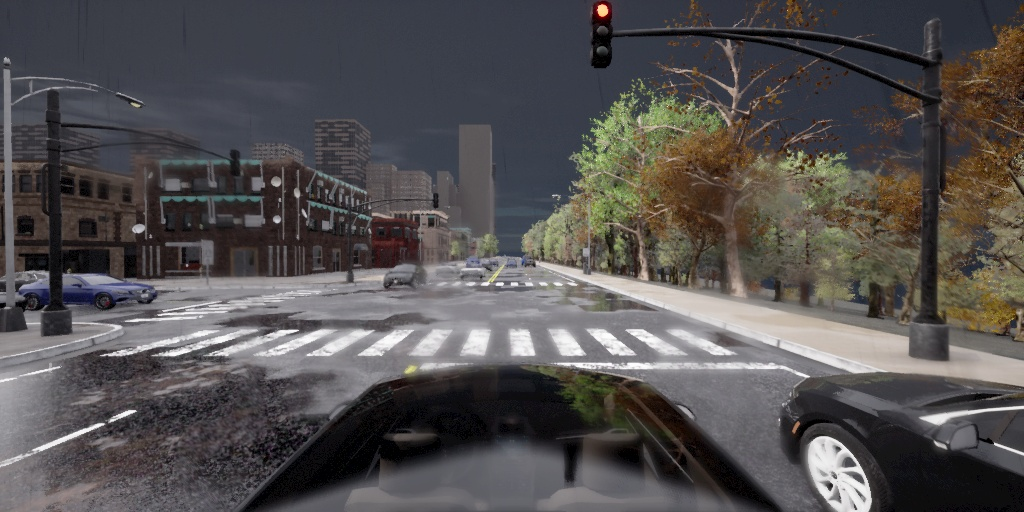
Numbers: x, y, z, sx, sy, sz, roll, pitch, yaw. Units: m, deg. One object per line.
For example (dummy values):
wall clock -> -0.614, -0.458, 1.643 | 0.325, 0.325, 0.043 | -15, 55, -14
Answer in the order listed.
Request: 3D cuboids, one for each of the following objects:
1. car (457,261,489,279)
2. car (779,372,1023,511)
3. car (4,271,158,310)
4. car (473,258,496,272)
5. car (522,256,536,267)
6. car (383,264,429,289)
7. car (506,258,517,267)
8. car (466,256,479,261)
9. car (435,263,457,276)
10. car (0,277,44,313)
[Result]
car -> -3.426, 1.341, 32.059 | 1.895, 1.301, 4.718 | 0, 0, 0
car -> 3.366, 1.255, 1.232 | 1.837, 1.490, 4.892 | 0, 0, -2
car -> -18.096, 1.475, 15.346 | 4.674, 1.442, 1.812 | -1, 1, -1
car -> -3.461, 1.282, 45.782 | 2.033, 1.411, 5.357 | 0, 0, 0
car -> 3.197, 1.231, 63.632 | 1.837, 1.490, 4.892 | 0, 0, 0
car -> -6.653, 1.251, 22.897 | 1.837, 1.490, 4.892 | 0, -1, 0
car -> -0.053, 1.273, 63.930 | 2.033, 1.411, 5.357 | 0, 0, 0
car -> -6.699, 0.950, 62.285 | 2.150, 2.045, 5.566 | 0, 0, 0
car -> -6.689, 1.338, 37.380 | 1.895, 1.301, 4.718 | 0, 0, 0
car -> -19.974, 1.565, 12.606 | 4.313, 1.339, 1.948 | 0, 0, 0
